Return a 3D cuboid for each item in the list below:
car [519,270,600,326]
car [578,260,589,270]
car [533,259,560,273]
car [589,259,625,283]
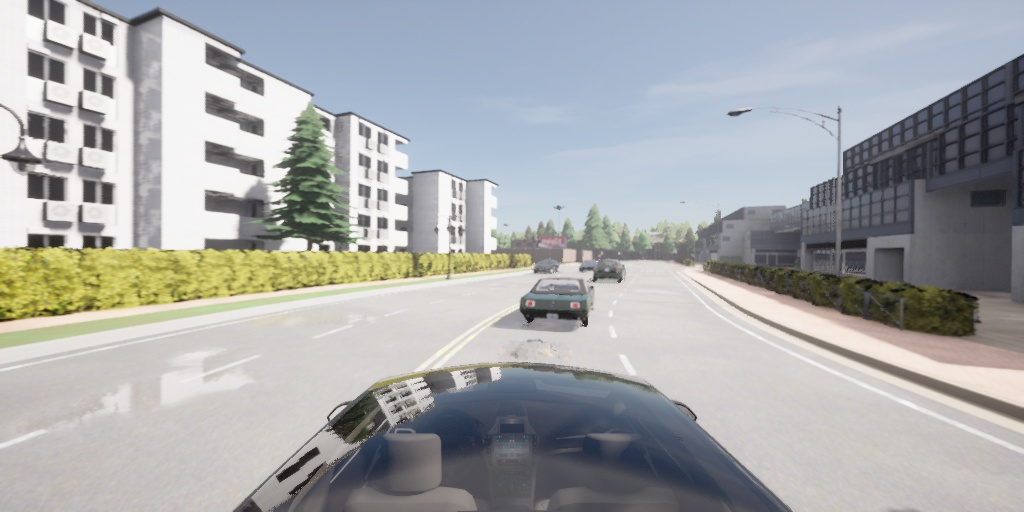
[{"bbox_3d":[1.693,1.318,11.700,1.895,1.301,4.718,0,0,16],"label":"car"},{"bbox_3d":[9.126,1.181,41.745,2.033,1.411,5.357,1,0,22],"label":"car"},{"bbox_3d":[3.687,1.116,37.576,1.837,1.490,4.892,1,0,22],"label":"car"},{"bbox_3d":[7.641,1.039,27.961,2.097,1.767,4.553,1,0,21],"label":"car"}]
